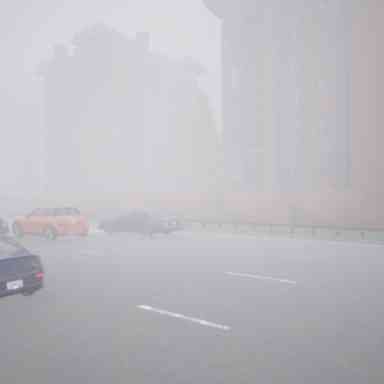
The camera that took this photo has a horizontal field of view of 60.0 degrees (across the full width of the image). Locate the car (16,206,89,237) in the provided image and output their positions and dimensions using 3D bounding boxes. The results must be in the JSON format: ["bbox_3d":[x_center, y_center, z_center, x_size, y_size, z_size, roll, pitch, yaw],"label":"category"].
[{"bbox_3d":[-7.706,1.549,17.965,4.553,1.767,2.097,-1,-1,35],"label":"car"}]

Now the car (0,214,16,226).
[{"bbox_3d":[-10.722,1.557,15.807,4.553,1.767,2.097,-1,-1,35],"label":"car"}]

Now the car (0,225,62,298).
[{"bbox_3d":[-5.254,1.625,7.669,4.674,1.442,1.812,-1,-1,35],"label":"car"}]

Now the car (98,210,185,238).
[{"bbox_3d":[-2.975,1.713,18.911,5.357,1.411,2.033,-1,-1,35],"label":"car"}]

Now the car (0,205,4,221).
[{"bbox_3d":[-19.721,1.938,30.718,5.357,1.411,2.033,-1,-1,35],"label":"car"}]
